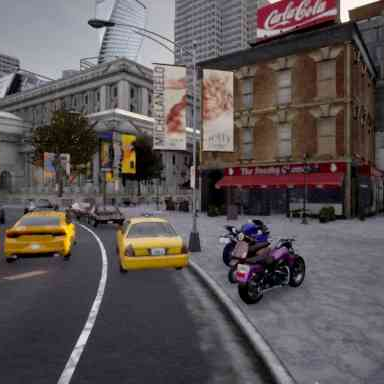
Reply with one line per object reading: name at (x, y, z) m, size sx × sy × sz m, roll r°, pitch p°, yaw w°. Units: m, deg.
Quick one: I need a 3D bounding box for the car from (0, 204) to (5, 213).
car at (-15.422, 1.338, 25.031) m, size 2.097 × 1.767 × 4.553 m, roll 0°, pitch 0°, yaw -34°

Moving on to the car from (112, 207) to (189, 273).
car at (-1.493, 1.456, 10.762) m, size 1.801 × 1.575 × 5.366 m, roll 0°, pitch 0°, yaw -15°

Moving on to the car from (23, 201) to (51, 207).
car at (-12.328, 1.481, 26.725) m, size 2.128 × 1.511 × 4.902 m, roll 0°, pitch 0°, yaw -34°

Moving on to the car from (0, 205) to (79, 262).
car at (-5.380, 1.473, 12.301) m, size 1.882 × 1.535 × 5.008 m, roll 0°, pitch 0°, yaw -16°

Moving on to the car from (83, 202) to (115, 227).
car at (-6.003, 1.591, 22.679) m, size 1.895 × 1.301 × 4.718 m, roll 0°, pitch 0°, yaw -25°
